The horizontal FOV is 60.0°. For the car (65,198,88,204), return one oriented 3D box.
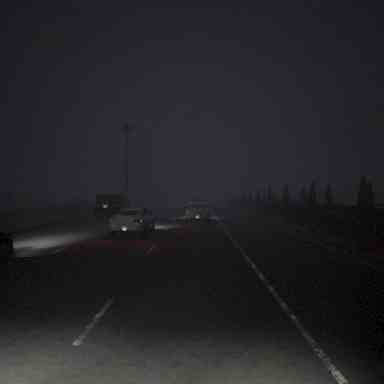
[{"bbox_3d":[-13.502,1.481,39.406,1.882,1.535,5.008,0,0,1],"label":"car"}]

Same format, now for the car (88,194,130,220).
[{"bbox_3d":[-6.551,1.199,27.925,2.150,2.045,5.566,0,0,1],"label":"car"}]

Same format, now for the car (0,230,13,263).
[{"bbox_3d":[-6.782,1.474,8.964,2.128,1.511,4.902,0,0,1],"label":"car"}]

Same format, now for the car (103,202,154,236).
[{"bbox_3d":[-3.177,1.514,18.086,1.812,1.442,4.674,0,0,1],"label":"car"}]

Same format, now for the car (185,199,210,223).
[{"bbox_3d":[0.419,1.520,25.655,1.812,1.442,4.674,0,0,1],"label":"car"}]
